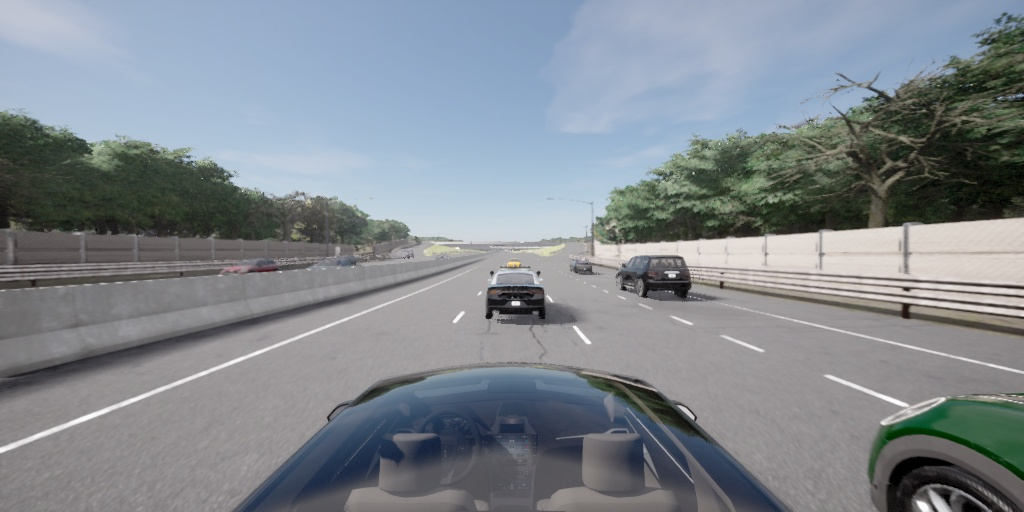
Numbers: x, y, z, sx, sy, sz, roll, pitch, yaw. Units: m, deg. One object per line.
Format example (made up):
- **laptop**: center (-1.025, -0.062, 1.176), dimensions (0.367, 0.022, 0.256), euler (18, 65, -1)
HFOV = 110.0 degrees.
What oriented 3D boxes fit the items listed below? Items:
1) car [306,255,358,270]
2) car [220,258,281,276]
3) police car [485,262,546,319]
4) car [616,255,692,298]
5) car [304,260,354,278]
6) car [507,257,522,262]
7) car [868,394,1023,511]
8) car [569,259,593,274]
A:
- **car**: center (-14.014, 1.051, 27.695), dimensions (2.097, 1.767, 4.553), euler (0, 1, 0)
- **car**: center (-21.005, 1.040, 28.983), dimensions (2.097, 1.767, 4.553), euler (0, 1, 0)
- **police car**: center (0.119, 1.174, 13.013), dimensions (1.930, 1.638, 5.238), euler (0, 0, 0)
- **car**: center (7.149, 0.968, 18.631), dimensions (2.150, 2.045, 5.566), euler (0, 0, 1)
- **car**: center (-17.475, 1.176, 34.583), dimensions (2.033, 1.411, 5.357), euler (0, 1, 0)
- **car**: center (0.305, 0.922, 44.737), dimensions (1.801, 1.575, 5.366), euler (0, 1, 1)
- **car**: center (3.602, 1.102, 0.645), dimensions (2.097, 1.767, 4.553), euler (0, 0, 0)
- **car**: center (7.249, 1.073, 38.062), dimensions (2.128, 1.511, 4.902), euler (0, 1, 0)
